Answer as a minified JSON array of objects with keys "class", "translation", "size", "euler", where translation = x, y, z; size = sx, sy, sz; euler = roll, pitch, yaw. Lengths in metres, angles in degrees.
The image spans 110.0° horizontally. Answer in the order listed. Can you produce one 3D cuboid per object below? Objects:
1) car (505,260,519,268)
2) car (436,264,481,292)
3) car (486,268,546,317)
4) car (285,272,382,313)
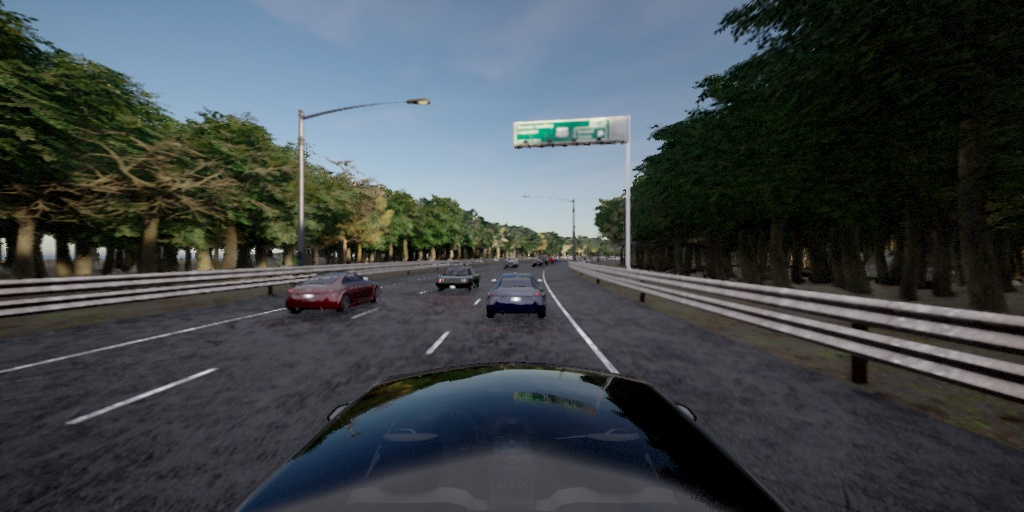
[{"class":"car","translation":[0.084,1.281,56.808],"size":[1.812,1.442,4.674],"euler":[0,0,7]},{"class":"car","translation":[-3.045,1.351,21.374],"size":[1.895,1.301,4.718],"euler":[0,0,3]},{"class":"car","translation":[0.180,1.319,13.182],"size":[1.994,1.385,4.181],"euler":[0,0,2]},{"class":"car","translation":[-6.707,1.306,13.941],"size":[1.994,1.385,4.181],"euler":[0,0,2]}]
